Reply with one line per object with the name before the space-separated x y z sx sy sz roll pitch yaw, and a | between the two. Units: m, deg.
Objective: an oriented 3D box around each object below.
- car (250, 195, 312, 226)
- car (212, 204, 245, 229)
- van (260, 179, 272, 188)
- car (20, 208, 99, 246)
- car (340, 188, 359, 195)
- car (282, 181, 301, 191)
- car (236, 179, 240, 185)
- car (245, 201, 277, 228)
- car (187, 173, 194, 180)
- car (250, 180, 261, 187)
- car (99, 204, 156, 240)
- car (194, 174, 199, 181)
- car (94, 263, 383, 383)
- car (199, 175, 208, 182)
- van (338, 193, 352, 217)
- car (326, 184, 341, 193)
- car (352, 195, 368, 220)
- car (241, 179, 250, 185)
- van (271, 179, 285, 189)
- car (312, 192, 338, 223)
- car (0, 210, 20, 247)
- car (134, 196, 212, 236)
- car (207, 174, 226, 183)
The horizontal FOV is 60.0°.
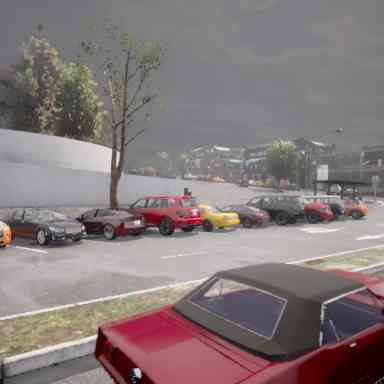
car | 5.295 1.263 23.984 5.566 2.045 2.435 -1 -1 35
car | 0.261 1.504 20.598 5.366 1.575 1.946 -1 -1 35
van | 17.248 -1.764 72.296 1.878 1.987 4.442 7 4 35
car | -6.922 1.495 15.278 4.892 1.521 2.231 -1 -1 35
car | 27.640 0.137 57.606 2.002 1.452 4.674 7 3 35
car | 20.737 -0.992 67.463 2.231 1.521 4.892 7 3 35
car | 12.098 -2.317 79.808 2.002 1.452 4.674 7 3 35
car | 2.867 1.549 22.226 4.674 1.452 2.002 -1 -1 35
car | 1.615 -4.085 94.512 2.185 1.767 4.553 4 1 33
car | 15.673 -1.812 75.027 1.946 1.575 5.366 7 3 35
car | -4.503 1.525 17.024 4.792 1.488 2.163 -1 -1 35
car | 3.346 -3.850 92.043 2.185 1.767 4.553 6 3 34
car | 1.395 1.603 4.127 4.718 1.301 1.895 0 0 -35
car | 5.140 -3.698 89.577 2.435 2.045 5.566 7 3 34
van | 10.346 1.298 27.360 4.442 1.987 1.878 -1 -1 35
car | 25.949 -0.426 60.078 2.435 2.045 5.566 7 3 35
car | 12.755 1.404 29.110 4.553 1.767 2.185 -1 -1 35
car | 13.841 -2.043 77.347 2.002 1.452 4.674 7 4 35
van | 18.977 -1.491 69.825 1.878 1.987 4.442 7 4 35
car | 7.808 1.268 25.689 5.566 2.045 2.435 -1 -1 35
car | -9.389 1.367 13.552 4.553 1.767 2.185 -1 -1 34
car | -2.058 1.249 18.770 5.566 2.045 2.435 -1 -1 35
car | 6.992 -3.176 87.318 1.946 1.575 5.366 7 3 34
